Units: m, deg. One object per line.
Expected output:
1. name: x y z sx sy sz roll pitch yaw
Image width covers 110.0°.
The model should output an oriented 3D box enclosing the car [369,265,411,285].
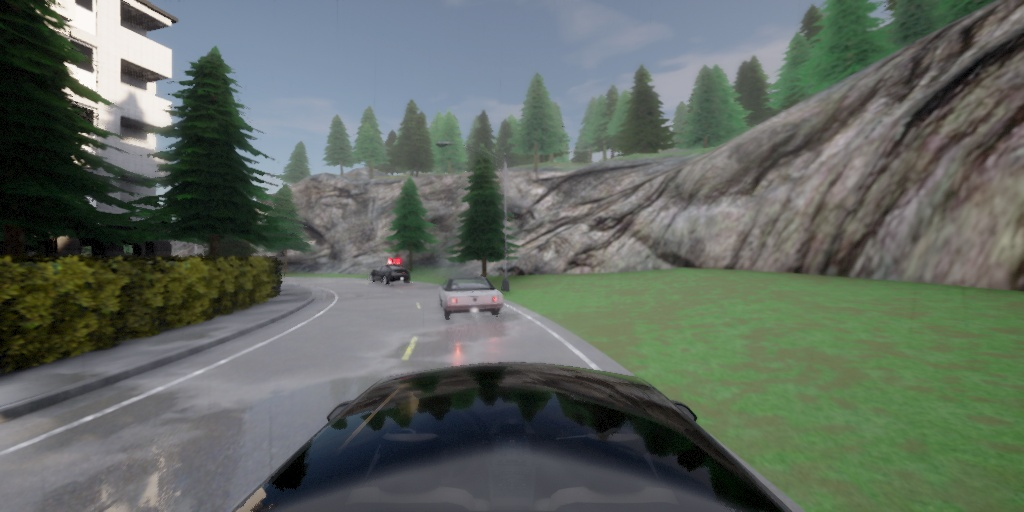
1. car: -9.727 1.435 28.373 1.837 1.490 4.892 1 -1 -41

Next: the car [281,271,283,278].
1. car: -23.897 1.420 33.709 4.553 1.767 2.097 -1 0 20

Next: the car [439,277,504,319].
1. car: -1.692 1.408 13.290 1.895 1.301 4.718 0 0 -14

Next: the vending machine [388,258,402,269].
1. vending machine: -11.415 1.165 35.036 0.880 2.100 1.100 0 0 38
